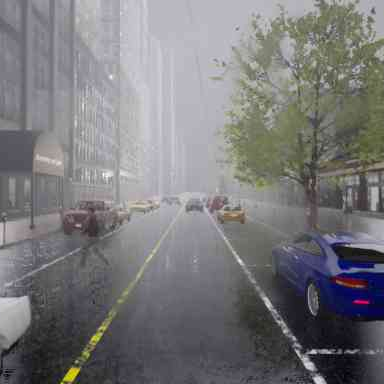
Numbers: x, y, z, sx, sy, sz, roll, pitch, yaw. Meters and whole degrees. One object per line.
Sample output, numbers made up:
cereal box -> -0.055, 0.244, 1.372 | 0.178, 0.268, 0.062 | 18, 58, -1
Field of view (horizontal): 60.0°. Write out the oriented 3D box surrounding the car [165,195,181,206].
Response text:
car -> -2.798, 1.507, 53.492 | 1.812, 1.442, 4.674 | 0, 0, 0

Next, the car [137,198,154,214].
car -> -5.489, 1.520, 35.375 | 1.752, 1.417, 4.829 | 1, 0, 0

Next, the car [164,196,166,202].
car -> -5.309, 1.530, 68.821 | 1.947, 1.339, 4.313 | 1, 0, 0

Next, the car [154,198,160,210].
car -> -5.459, 1.557, 41.093 | 1.947, 1.339, 4.313 | 1, 0, 0

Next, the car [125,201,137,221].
car -> -5.549, 1.525, 24.283 | 1.752, 1.417, 4.829 | 1, 0, 0

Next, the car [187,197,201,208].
car -> 0.321, 1.491, 47.770 | 1.837, 1.490, 4.892 | 0, 0, 1

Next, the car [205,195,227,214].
car -> 2.895, 1.309, 35.502 | 2.192, 1.841, 5.009 | 1, 0, 0

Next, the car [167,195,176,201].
car -> -5.219, 1.506, 85.458 | 1.947, 1.339, 4.313 | 1, 0, 0

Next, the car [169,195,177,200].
car -> -5.189, 1.513, 91.004 | 1.802, 1.307, 4.206 | 1, 0, 0

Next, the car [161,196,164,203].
car -> -5.429, 1.513, 46.468 | 1.752, 1.417, 4.829 | 1, 0, 0

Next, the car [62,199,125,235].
car -> -5.575, 1.316, 18.908 | 2.192, 1.841, 5.009 | 1, 0, 0

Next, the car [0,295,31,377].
car -> -3.090, 1.601, 2.217 | 1.895, 1.301, 4.718 | 0, 0, 0

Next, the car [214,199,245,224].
car -> 2.833, 1.524, 24.580 | 1.752, 1.417, 4.829 | 1, 0, 0

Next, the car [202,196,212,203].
car -> 3.072, 1.530, 68.778 | 1.947, 1.339, 4.313 | 1, 0, 0

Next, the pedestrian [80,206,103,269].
pedestrian -> -2.909, 1.295, 9.626 | 0.375, 1.860, 0.375 | 1, -1, -4

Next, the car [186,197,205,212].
car -> 0.296, 1.594, 37.748 | 1.895, 1.301, 4.718 | 0, 0, 0

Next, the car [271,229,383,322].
car -> 3.037, 1.528, 7.160 | 1.812, 1.442, 4.674 | 0, 0, 0
